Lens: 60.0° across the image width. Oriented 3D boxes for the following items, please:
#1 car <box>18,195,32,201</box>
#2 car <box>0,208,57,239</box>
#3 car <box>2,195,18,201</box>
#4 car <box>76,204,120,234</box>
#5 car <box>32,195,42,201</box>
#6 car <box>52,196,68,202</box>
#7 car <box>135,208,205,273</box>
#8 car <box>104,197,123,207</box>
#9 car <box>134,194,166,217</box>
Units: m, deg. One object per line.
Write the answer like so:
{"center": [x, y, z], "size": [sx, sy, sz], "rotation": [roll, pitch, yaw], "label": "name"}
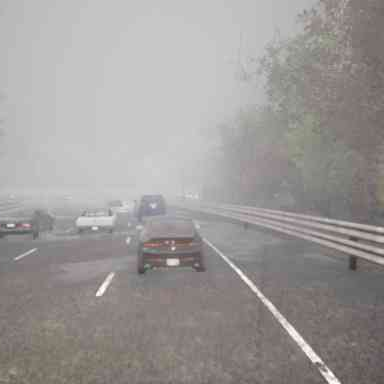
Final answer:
{"center": [-43.097, 1.502, 83.780], "size": [4.892, 1.490, 1.837], "rotation": [0, 0, 37], "label": "car"}
{"center": [-8.588, 1.553, 17.478], "size": [2.033, 1.411, 5.357], "rotation": [0, 0, -10], "label": "car"}
{"center": [-45.335, 1.556, 81.090], "size": [5.357, 1.411, 2.033], "rotation": [0, 0, 37], "label": "car"}
{"center": [-5.419, 1.594, 19.428], "size": [1.895, 1.301, 4.718], "rotation": [0, 0, -10], "label": "car"}
{"center": [-40.859, 1.512, 86.471], "size": [4.902, 1.511, 2.128], "rotation": [0, 0, 37], "label": "car"}
{"center": [-30.233, 1.598, 76.308], "size": [1.895, 1.301, 4.718], "rotation": [0, 0, -45], "label": "car"}
{"center": [-0.729, 1.494, 10.666], "size": [1.837, 1.490, 4.892], "rotation": [0, 0, -6], "label": "car"}
{"center": [-11.497, 1.502, 48.557], "size": [1.812, 1.442, 4.674], "rotation": [0, 0, -26], "label": "car"}
{"center": [-3.466, 1.199, 27.064], "size": [2.150, 2.045, 5.566], "rotation": [0, 0, -14], "label": "car"}
